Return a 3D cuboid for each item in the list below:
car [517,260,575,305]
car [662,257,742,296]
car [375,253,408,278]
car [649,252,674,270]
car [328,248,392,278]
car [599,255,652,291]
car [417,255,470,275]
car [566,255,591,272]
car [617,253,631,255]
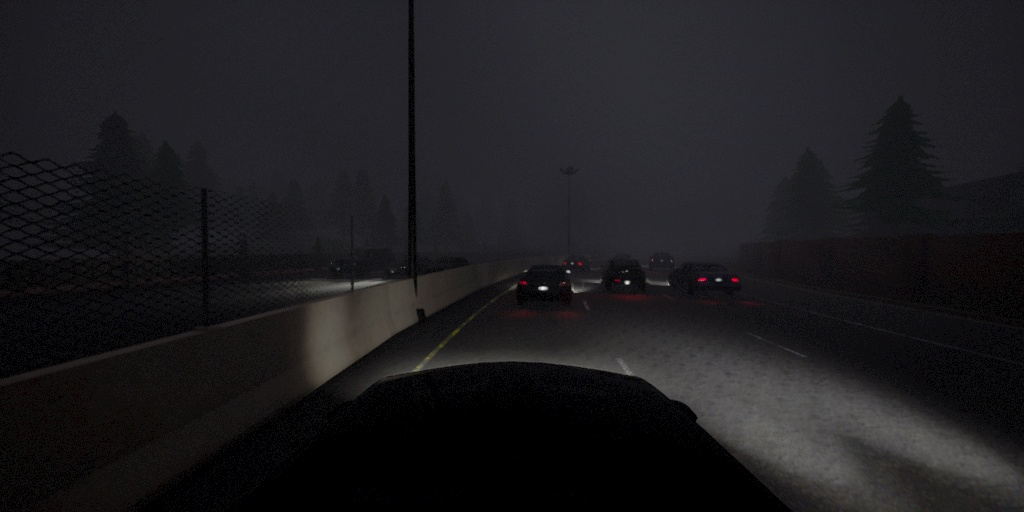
[{"bbox_3d":[1.365,1.035,14.275,1.994,1.385,4.181,0,1,8],"label":"car"},{"bbox_3d":[8.839,0.964,16.894,2.033,1.411,5.357,0,1,12],"label":"car"},{"bbox_3d":[-7.185,0.704,25.699,2.128,1.511,4.902,0,1,15],"label":"car"},{"bbox_3d":[14.040,0.401,33.613,2.097,1.767,4.553,1,1,22],"label":"car"},{"bbox_3d":[-10.707,0.425,26.125,2.150,2.045,5.566,0,1,14],"label":"car"},{"bbox_3d":[5.685,0.883,18.541,1.837,1.490,4.892,0,1,11],"label":"car"},{"bbox_3d":[-4.185,0.772,23.319,1.837,1.490,4.892,0,1,14],"label":"car"},{"bbox_3d":[5.835,0.627,31.976,2.033,1.411,5.357,0,1,20],"label":"car"},{"bbox_3d":[11.344,0.466,36.251,1.882,1.535,5.008,0,1,23],"label":"car"}]
